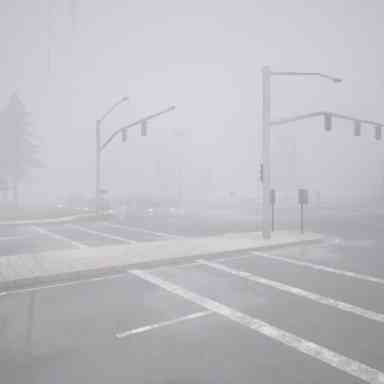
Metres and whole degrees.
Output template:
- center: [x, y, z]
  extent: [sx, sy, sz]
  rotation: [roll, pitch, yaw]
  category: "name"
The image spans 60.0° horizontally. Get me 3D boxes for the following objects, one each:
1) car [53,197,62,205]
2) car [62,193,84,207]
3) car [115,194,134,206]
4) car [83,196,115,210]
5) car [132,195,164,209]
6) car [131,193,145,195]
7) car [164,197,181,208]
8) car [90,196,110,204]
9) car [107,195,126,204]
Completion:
- center: [-23.411, 1.564, 59.244]
  extent: [1.994, 1.385, 4.181]
  rotation: [0, 0, -34]
  category: "car"
- center: [-17.717, 1.221, 51.024]
  extent: [2.150, 2.045, 5.566]
  rotation: [0, 0, -35]
  category: "car"
- center: [-11.495, 1.505, 54.362]
  extent: [1.837, 1.490, 4.892]
  rotation: [0, 0, -35]
  category: "car"
- center: [-12.056, 1.505, 42.947]
  extent: [1.837, 1.490, 4.892]
  rotation: [0, 0, -35]
  category: "car"
- center: [-6.255, 1.505, 46.869]
  extent: [1.837, 1.490, 4.892]
  rotation: [0, 0, -35]
  category: "car"
- center: [-9.009, 1.222, 56.921]
  extent: [2.150, 2.045, 5.566]
  rotation: [0, 0, -35]
  category: "car"
- center: [-3.472, 1.505, 48.997]
  extent: [1.837, 1.490, 4.892]
  rotation: [0, 0, -35]
  category: "car"
- center: [-17.346, 1.491, 62.786]
  extent: [2.128, 1.511, 4.902]
  rotation: [0, 0, -35]
  category: "car"
- center: [-14.795, 1.478, 65.274]
  extent: [1.882, 1.535, 5.008]
  rotation: [0, 0, -34]
  category: "car"
